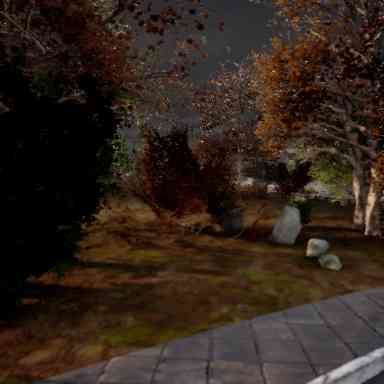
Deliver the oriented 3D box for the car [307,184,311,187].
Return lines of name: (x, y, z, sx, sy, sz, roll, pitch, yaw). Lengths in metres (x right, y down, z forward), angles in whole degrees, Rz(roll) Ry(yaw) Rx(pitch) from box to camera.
car: (18.578, -0.479, 51.442, 5.366, 1.575, 1.946, 0, 4, -45)

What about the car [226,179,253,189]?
car: (8.784, -1.503, 61.222, 5.366, 1.575, 1.946, 0, 4, -45)

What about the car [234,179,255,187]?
car: (12.069, -2.015, 76.171, 5.008, 1.535, 2.097, 0, 4, -45)

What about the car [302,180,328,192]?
car: (23.825, -1.088, 64.467, 5.566, 2.045, 2.435, 0, 4, -45)

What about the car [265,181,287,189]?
car: (17.857, -1.427, 70.425, 4.792, 1.488, 2.163, 0, 4, -45)

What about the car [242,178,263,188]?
car: (10.395, -1.313, 59.090, 5.366, 1.575, 1.946, 0, 4, -45)

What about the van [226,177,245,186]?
van: (10.203, -2.421, 78.193, 4.442, 1.987, 1.878, 0, 4, -45)

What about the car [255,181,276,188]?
car: (15.994, -1.612, 72.285, 4.792, 1.488, 2.163, 0, 4, -45)

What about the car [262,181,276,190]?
car: (14.398, -0.893, 55.092, 5.366, 1.575, 1.946, 0, 4, -45)

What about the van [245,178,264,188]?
van: (13.967, -2.054, 74.117, 1.878, 1.987, 4.442, 5, 4, 44)

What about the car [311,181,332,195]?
car: (20.440, -0.520, 49.362, 5.566, 2.045, 2.435, 0, 4, -45)
